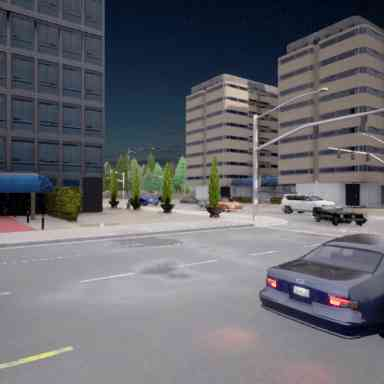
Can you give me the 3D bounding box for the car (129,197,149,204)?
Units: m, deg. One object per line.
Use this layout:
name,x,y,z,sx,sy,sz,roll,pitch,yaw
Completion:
car,-9.999,1.601,62.767,1.895,1.301,4.718,0,0,-34

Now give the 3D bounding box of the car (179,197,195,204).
car,-0.647,1.564,61.855,1.994,1.385,4.181,0,0,-34

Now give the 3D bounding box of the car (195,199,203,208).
car,2.863,1.601,44.311,1.895,1.301,4.718,0,0,-35

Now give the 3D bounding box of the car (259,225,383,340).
car,3.702,1.547,6.462,5.357,1.411,2.033,0,0,-35

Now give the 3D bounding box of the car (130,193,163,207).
car,-7.319,1.224,52.755,2.150,2.045,5.566,0,0,-35

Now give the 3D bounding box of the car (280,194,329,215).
car,11.233,1.222,32.371,2.150,2.045,5.566,0,0,-35

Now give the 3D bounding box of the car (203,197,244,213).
car,3.678,1.352,37.050,2.097,1.767,4.553,0,0,-35

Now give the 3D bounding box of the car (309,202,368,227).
car,10.123,1.601,23.033,1.895,1.301,4.718,0,0,0

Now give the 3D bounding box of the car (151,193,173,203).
car,-6.367,1.223,69.982,2.150,2.045,5.566,0,0,-35
